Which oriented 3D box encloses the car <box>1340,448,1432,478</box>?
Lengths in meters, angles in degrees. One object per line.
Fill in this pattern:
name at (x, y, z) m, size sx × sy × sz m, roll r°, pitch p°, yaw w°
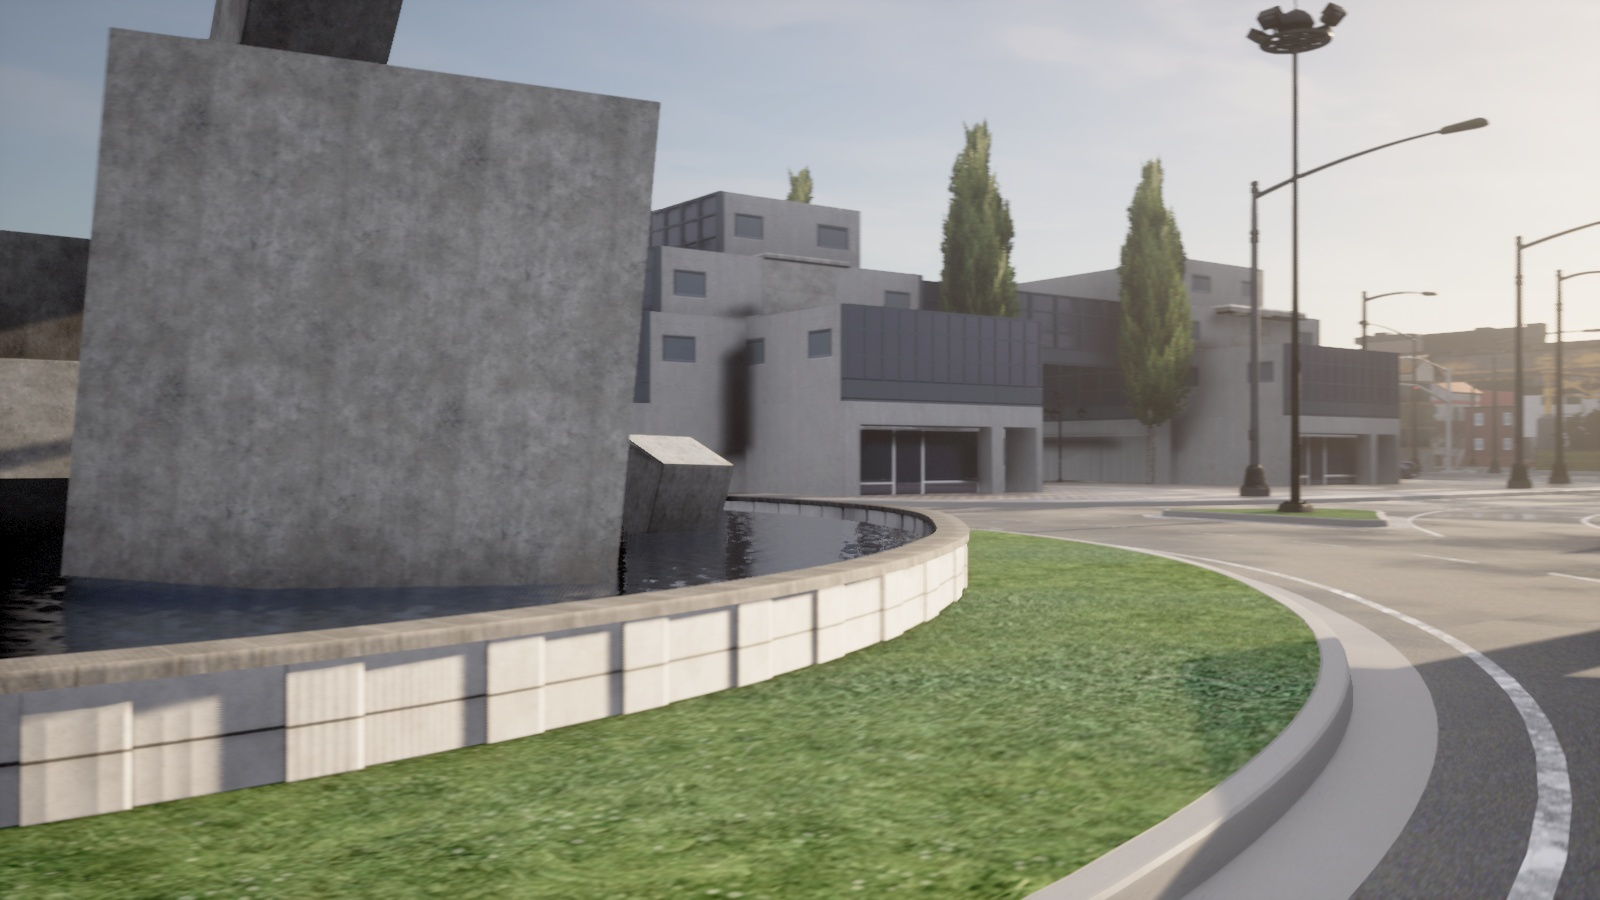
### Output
car at (35.326, 0.750, 75.785) m, size 2.097 × 1.767 × 4.553 m, roll 0°, pitch 0°, yaw -36°
